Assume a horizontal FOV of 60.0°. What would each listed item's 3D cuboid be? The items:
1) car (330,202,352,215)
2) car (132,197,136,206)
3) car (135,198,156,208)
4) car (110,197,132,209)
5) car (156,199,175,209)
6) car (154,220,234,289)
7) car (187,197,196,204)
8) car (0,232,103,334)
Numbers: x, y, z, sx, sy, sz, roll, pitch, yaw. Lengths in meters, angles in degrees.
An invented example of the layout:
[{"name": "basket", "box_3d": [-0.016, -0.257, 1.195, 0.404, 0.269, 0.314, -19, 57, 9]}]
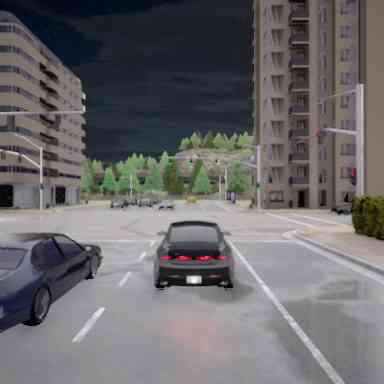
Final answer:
[{"name": "car", "box_3d": [17.301, 1.669, 34.426, 5.357, 1.411, 2.033, 0, 0, 0]}, {"name": "car", "box_3d": [-10.648, 1.710, 58.148, 1.837, 1.490, 4.892, 0, 0, 0]}, {"name": "car", "box_3d": [-7.159, 1.709, 51.838, 1.812, 1.442, 4.674, 0, 0, -1]}, {"name": "car", "box_3d": [-10.659, 1.664, 48.875, 2.128, 1.511, 4.902, 0, 0, 0]}, {"name": "car", "box_3d": [-3.529, 1.767, 47.224, 1.895, 1.301, 4.718, 0, 0, 1]}, {"name": "car", "box_3d": [0.057, 1.539, 9.238, 1.837, 1.490, 4.892, 0, 0, 0]}, {"name": "car", "box_3d": [-0.091, 1.738, 73.707, 1.882, 1.535, 5.008, 0, 0, 0]}, {"name": "car", "box_3d": [-3.454, 1.573, 7.021, 2.033, 1.411, 5.357, 0, 0, 0]}]
